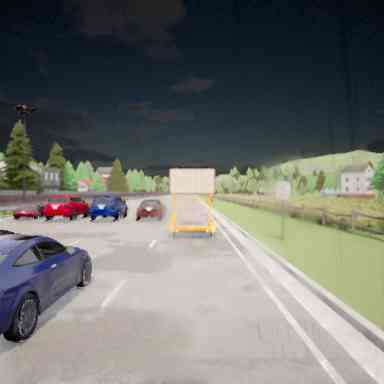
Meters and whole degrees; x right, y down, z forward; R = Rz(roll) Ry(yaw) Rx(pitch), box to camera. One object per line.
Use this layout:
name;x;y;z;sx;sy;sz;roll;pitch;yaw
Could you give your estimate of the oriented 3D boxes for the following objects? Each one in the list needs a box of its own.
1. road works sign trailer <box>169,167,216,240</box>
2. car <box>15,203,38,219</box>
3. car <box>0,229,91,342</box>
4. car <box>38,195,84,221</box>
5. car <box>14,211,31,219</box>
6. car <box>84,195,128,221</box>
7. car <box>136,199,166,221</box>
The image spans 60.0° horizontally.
road works sign trailer;0.015;0.499;17.194;2.380;3.560;2.880;0;0;0
car;-13.874;1.624;29.402;1.994;1.385;4.181;0;0;0
car;-3.409;1.539;6.380;1.812;1.442;4.674;0;0;0
car;-10.375;1.278;27.877;2.150;2.045;5.566;0;0;0
car;-6.892;1.511;9.420;2.128;1.511;4.902;0;0;0
car;-6.876;1.278;27.878;2.150;2.045;5.566;0;0;0
car;-3.375;1.409;28.314;2.097;1.767;4.553;0;0;0
